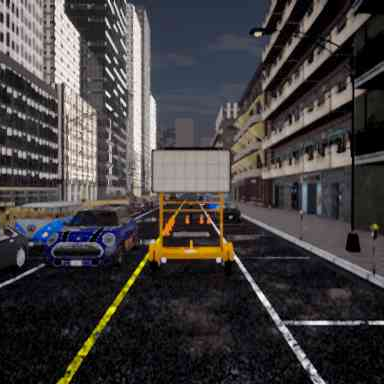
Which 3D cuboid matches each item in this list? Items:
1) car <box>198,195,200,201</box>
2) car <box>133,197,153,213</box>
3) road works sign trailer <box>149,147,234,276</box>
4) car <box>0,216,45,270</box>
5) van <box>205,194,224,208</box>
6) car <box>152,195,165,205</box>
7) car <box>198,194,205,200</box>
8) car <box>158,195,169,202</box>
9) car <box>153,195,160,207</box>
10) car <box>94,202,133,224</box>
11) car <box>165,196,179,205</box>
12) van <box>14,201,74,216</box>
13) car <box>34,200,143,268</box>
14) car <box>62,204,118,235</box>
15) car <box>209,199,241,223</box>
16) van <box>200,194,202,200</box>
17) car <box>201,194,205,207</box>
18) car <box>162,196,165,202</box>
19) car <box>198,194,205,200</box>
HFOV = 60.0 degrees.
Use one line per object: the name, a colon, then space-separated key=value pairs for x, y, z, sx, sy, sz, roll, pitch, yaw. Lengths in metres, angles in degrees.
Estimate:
car: x=2.512 y=1.405 z=80.089 sx=1.947 sy=1.339 sz=4.313 roll=0 pitch=0 yaw=0
car: x=-5.772 y=1.350 z=35.889 sx=1.967 sy=1.590 sz=4.097 roll=0 pitch=0 yaw=0
road works sign trailer: x=-0.023 y=0.436 z=10.182 sx=2.380 sy=3.560 sz=2.880 roll=0 pitch=0 yaw=0
car: x=-5.711 y=1.528 z=8.274 sx=2.008 sy=1.369 sz=4.403 roll=0 pitch=0 yaw=0
van: x=2.608 y=1.251 z=35.906 sx=1.690 sy=1.788 sz=3.998 roll=0 pitch=0 yaw=0
car: x=-5.821 y=1.311 z=57.980 sx=1.967 sy=1.590 sz=4.097 roll=0 pitch=0 yaw=0
car: x=2.486 y=1.354 z=91.305 sx=1.752 sy=1.417 sz=4.829 roll=0 pitch=0 yaw=0
car: x=-5.845 y=1.419 z=69.025 sx=1.947 sy=1.339 sz=4.313 roll=0 pitch=0 yaw=0
car: x=-5.796 y=1.440 z=46.933 sx=2.008 sy=1.369 sz=4.403 roll=0 pitch=0 yaw=0
car: x=-5.748 y=1.500 z=24.842 sx=1.947 sy=1.339 sz=4.313 roll=0 pitch=0 yaw=0
car: x=-3.119 y=1.440 z=54.347 sx=1.812 sy=1.442 sz=4.674 roll=0 pitch=0 yaw=0
van: x=-5.724 y=1.303 z=13.796 sx=1.690 sy=1.788 sz=3.998 roll=0 pitch=0 yaw=0
car: x=-3.125 y=1.321 z=11.210 sx=2.097 sy=1.767 sz=4.553 roll=0 pitch=0 yaw=0
car: x=-5.736 y=1.492 z=19.319 sx=1.887 sy=1.381 sz=4.507 roll=0 pitch=0 yaw=0
car: x=2.633 y=1.485 z=24.861 sx=2.008 sy=1.369 sz=4.403 roll=0 pitch=0 yaw=0
van: x=2.572 y=1.221 z=52.473 sx=1.690 sy=1.788 sz=3.998 roll=0 pitch=0 yaw=0
car: x=2.585 y=1.434 z=46.951 sx=1.887 sy=1.381 sz=4.507 roll=0 pitch=0 yaw=0
car: x=-5.809 y=1.431 z=52.457 sx=2.008 sy=1.369 sz=4.403 roll=0 pitch=0 yaw=0
car: x=2.499 y=1.358 z=85.781 sx=1.752 sy=1.417 sz=4.829 roll=0 pitch=0 yaw=0
